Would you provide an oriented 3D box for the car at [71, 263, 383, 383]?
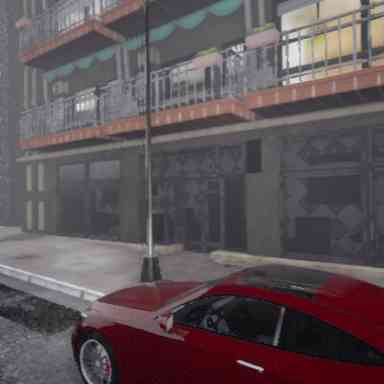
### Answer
[{"bbox_3d":[0.726,1.515,3.442,4.674,1.442,1.812,1,0,36],"label":"car"}]
